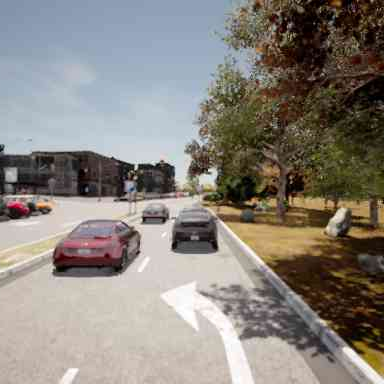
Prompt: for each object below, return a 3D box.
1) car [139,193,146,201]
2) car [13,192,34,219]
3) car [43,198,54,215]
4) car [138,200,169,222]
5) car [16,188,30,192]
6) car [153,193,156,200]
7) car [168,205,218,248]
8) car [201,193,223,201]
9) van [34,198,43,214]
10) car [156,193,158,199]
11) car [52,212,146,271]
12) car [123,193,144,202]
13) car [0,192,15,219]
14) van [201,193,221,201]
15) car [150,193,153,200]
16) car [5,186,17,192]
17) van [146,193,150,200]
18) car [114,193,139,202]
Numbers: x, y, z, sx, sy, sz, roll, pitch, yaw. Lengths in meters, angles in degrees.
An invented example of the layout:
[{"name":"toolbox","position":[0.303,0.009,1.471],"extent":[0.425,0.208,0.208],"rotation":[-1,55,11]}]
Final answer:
[{"name":"car","position":[-13.769,1.388,74.716],"extent":[5.366,1.575,1.946],"rotation":[-1,0,-15]},{"name":"car","position":[-16.706,1.292,27.905],"extent":[5.566,2.045,2.435],"rotation":[-1,0,-20]},{"name":"car","position":[-16.612,1.435,33.919],"extent":[4.553,1.767,2.185],"rotation":[-1,0,-19]},{"name":"car","position":[-2.832,1.594,26.502],"extent":[2.033,1.411,5.357],"rotation":[0,0,1]},{"name":"car","position":[-31.139,0.198,62.600],"extent":[2.002,1.452,4.674],"rotation":[6,-3,-19]},{"name":"car","position":[-12.605,1.444,86.674],"extent":[4.674,1.452,2.002],"rotation":[-1,0,-13]},{"name":"car","position":[0.112,1.517,14.754],"extent":[1.837,1.490,4.892],"rotation":[0,-1,0]},{"name":"car","position":[4.698,1.216,77.282],"extent":[4.553,1.767,2.185],"rotation":[1,0,-14]},{"name":"van","position":[-16.589,1.325,30.941],"extent":[4.442,1.987,1.878],"rotation":[-1,0,-19]},{"name":"car","position":[-12.232,1.447,89.676],"extent":[4.674,1.452,2.002],"rotation":[-1,0,-13]},{"name":"car","position":[-2.894,1.572,10.934],"extent":[1.994,1.385,4.181],"rotation":[0,0,0]},{"name":"car","position":[-13.675,1.272,77.668],"extent":[4.553,1.767,2.185],"rotation":[-1,0,-14]},{"name":"car","position":[-16.780,1.285,24.869],"extent":[5.566,2.045,2.435],"rotation":[-1,0,-20]},{"name":"van","position":[4.313,1.114,74.312],"extent":[4.442,1.987,1.878],"rotation":[1,0,-14]},{"name":"car","position":[-12.979,1.403,83.679],"extent":[4.892,1.521,2.231],"rotation":[-1,0,-14]},{"name":"car","position":[-34.134,-0.364,62.662],"extent":[2.435,2.045,5.566],"rotation":[6,-3,-19]},{"name":"van","position":[-13.208,1.172,80.708],"extent":[4.442,1.987,1.878],"rotation":[-1,0,-14]},{"name":"car","position":[-14.415,1.428,71.724],"extent":[4.792,1.488,2.163],"rotation":[-1,0,-15]}]
